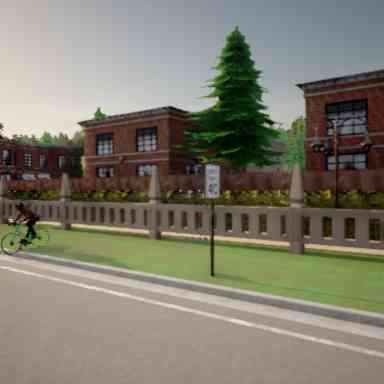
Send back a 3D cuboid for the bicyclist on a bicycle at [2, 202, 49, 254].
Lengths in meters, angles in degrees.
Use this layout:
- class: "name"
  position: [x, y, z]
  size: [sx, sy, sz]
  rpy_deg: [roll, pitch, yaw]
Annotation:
- class: "bicyclist on a bicycle"
  position: [-5.481, 1.151, 10.981]
  size: [0.582, 1.620, 1.656]
  rpy_deg: [0, 4, 33]
